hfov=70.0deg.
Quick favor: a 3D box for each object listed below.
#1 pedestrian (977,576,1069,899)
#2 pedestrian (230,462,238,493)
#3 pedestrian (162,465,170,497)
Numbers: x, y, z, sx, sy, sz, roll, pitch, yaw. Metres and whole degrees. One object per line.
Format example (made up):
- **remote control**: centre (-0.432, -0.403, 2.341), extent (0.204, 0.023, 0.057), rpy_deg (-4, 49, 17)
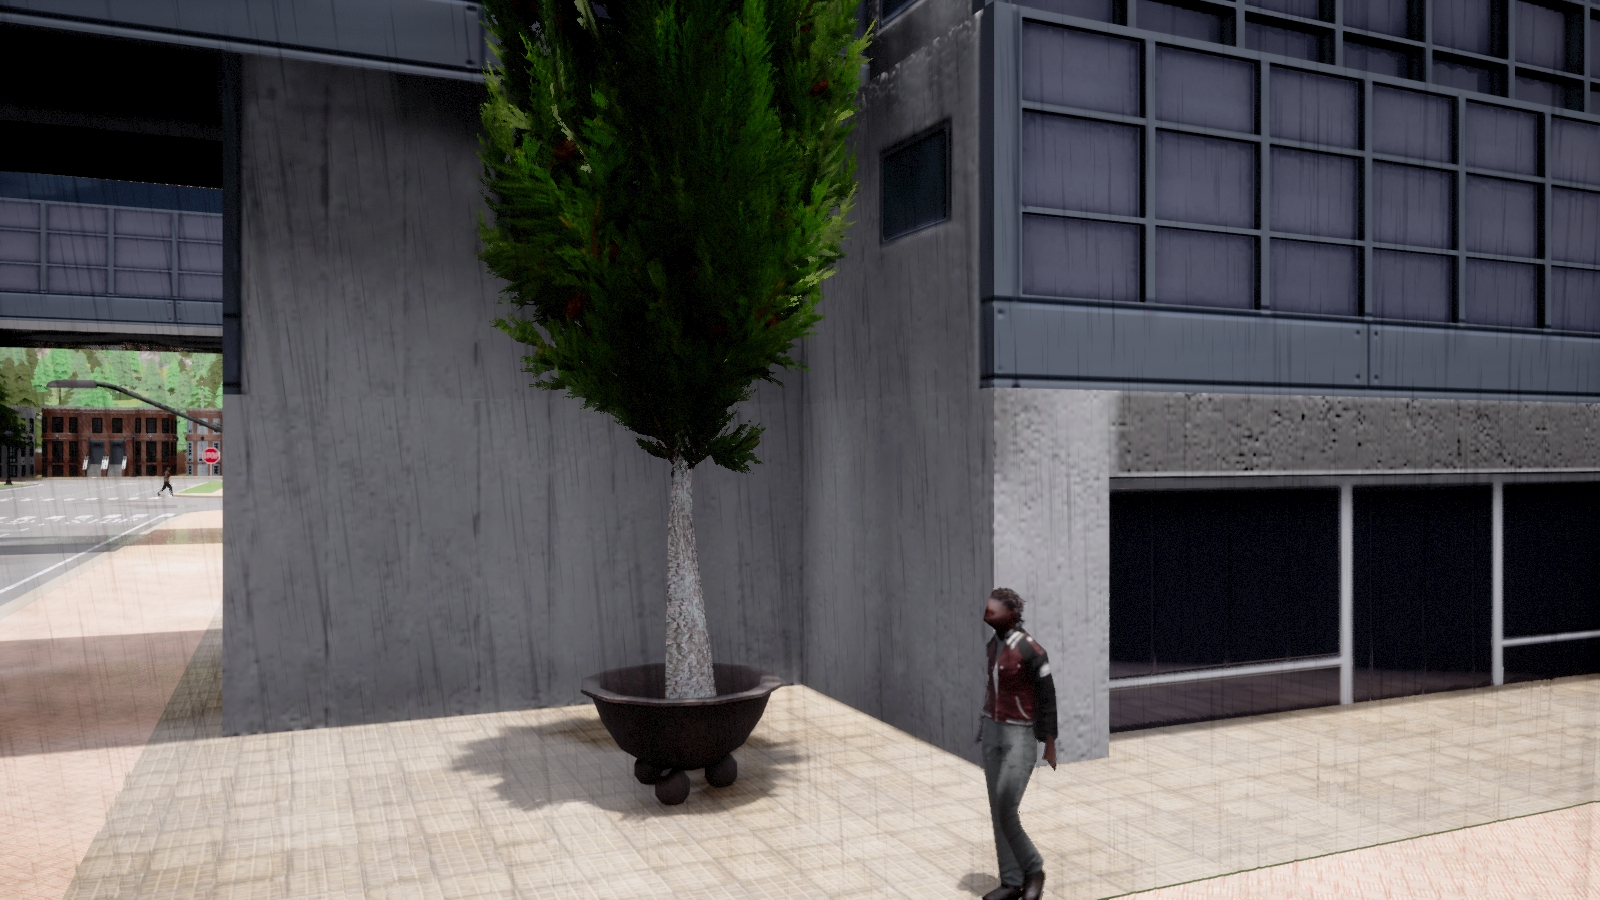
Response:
- **pedestrian**: centre (1.307, 1.698, 6.713), extent (0.375, 1.860, 0.375), rpy_deg (0, 0, -30)
- **pedestrian**: centre (-34.636, 1.689, 69.870), extent (0.375, 1.860, 0.375), rpy_deg (0, 0, -37)
- **pedestrian**: centre (-37.375, 1.834, 67.370), extent (0.375, 1.860, 0.375), rpy_deg (0, 0, -21)
